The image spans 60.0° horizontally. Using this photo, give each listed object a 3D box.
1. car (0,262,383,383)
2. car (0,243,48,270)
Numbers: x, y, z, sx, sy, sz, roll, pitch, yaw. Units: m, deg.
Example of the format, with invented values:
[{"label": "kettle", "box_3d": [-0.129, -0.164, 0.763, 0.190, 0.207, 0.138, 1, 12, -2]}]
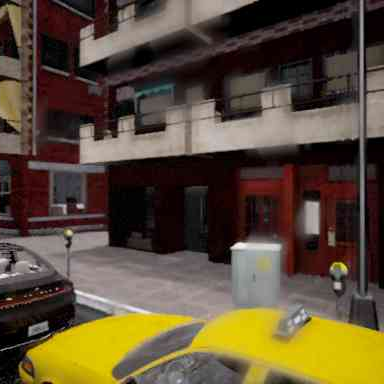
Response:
[{"label": "car", "box_3d": [0.491, 1.535, 2.525, 4.829, 1.417, 1.752, 0, -1, 36]}, {"label": "car", "box_3d": [-3.763, 1.536, 5.628, 4.403, 1.369, 2.008, 0, -1, 36]}]
